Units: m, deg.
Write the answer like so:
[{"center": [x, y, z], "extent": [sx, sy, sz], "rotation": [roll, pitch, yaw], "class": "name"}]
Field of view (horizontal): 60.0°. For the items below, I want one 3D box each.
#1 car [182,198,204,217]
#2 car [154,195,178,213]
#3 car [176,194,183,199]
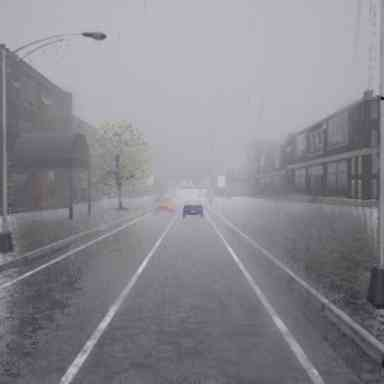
[{"center": [0.101, 1.557, 31.915], "extent": [1.882, 1.535, 5.008], "rotation": [0, 0, 0], "class": "car"}, {"center": [-3.087, 1.454, 38.027], "extent": [2.097, 1.767, 4.553], "rotation": [0, 0, 0], "class": "car"}, {"center": [-2.997, 1.053, 78.866], "extent": [1.882, 1.535, 5.008], "rotation": [0, 0, 0], "class": "car"}]
